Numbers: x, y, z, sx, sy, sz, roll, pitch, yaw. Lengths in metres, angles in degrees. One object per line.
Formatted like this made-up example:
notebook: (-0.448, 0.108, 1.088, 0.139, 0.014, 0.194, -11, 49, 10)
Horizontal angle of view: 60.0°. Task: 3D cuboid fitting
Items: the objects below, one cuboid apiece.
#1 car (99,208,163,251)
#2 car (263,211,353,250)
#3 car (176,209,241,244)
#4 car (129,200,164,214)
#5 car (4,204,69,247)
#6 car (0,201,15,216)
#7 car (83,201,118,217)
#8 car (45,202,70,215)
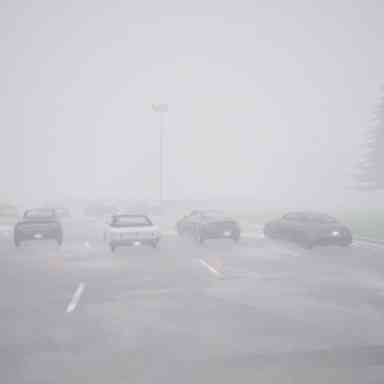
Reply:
car: (-2.750, 1.599, 14.308, 1.895, 1.301, 4.718, 0, 0, -19)
car: (4.764, 1.507, 14.274, 1.994, 1.385, 4.181, 0, 0, -16)
car: (0.664, 1.497, 15.605, 1.812, 1.442, 4.674, 0, 0, -19)
car: (-4.405, 1.510, 31.759, 1.812, 1.442, 4.674, 0, 0, -38)
car: (-6.964, 1.519, 15.327, 2.128, 1.511, 4.902, 0, 0, -22)
car: (-17.537, 1.559, 30.570, 1.882, 1.535, 5.008, 0, 0, -42)
car: (-8.605, 1.541, 31.318, 1.812, 1.442, 4.674, 0, 0, -41)
car: (-12.752, 1.611, 30.369, 1.994, 1.385, 4.181, 0, 0, -41)
